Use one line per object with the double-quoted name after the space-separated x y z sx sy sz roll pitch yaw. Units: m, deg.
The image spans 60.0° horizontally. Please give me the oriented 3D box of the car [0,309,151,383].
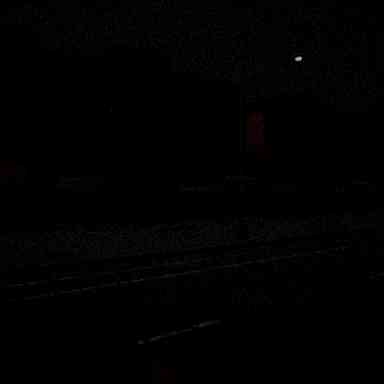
-2.759 1.535 1.712 5.357 1.411 2.033 1 0 -36 "car"
